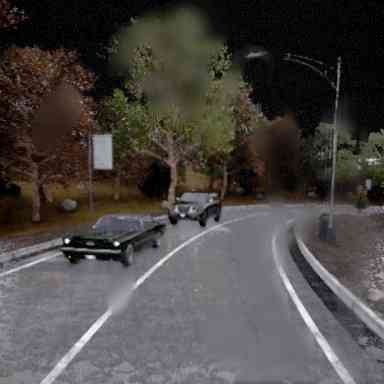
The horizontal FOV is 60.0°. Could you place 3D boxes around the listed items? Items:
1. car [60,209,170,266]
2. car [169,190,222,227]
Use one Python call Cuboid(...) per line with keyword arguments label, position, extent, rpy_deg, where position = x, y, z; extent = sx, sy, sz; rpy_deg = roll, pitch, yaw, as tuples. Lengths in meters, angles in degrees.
Cuboid(label="car", position=(-2.331, 1.418, 11.087), extent=(1.895, 1.301, 4.718), rpy_deg=(2, 1, 10))
Cuboid(label="car", position=(0.382, 0.940, 21.345), extent=(2.150, 2.045, 5.566), rpy_deg=(3, 1, 19))
